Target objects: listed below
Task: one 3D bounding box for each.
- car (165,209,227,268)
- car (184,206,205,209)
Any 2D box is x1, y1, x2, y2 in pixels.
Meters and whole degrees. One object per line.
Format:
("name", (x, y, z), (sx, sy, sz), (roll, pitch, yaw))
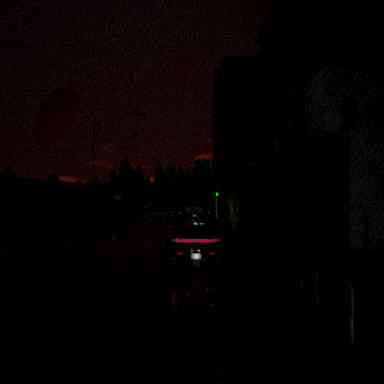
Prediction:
("car", (0.122, 1.583, 11.598), (2.128, 1.511, 4.902), (0, 0, 0))
("car", (0.143, 1.675, 21.831), (1.837, 1.490, 4.892), (0, 0, 0))
